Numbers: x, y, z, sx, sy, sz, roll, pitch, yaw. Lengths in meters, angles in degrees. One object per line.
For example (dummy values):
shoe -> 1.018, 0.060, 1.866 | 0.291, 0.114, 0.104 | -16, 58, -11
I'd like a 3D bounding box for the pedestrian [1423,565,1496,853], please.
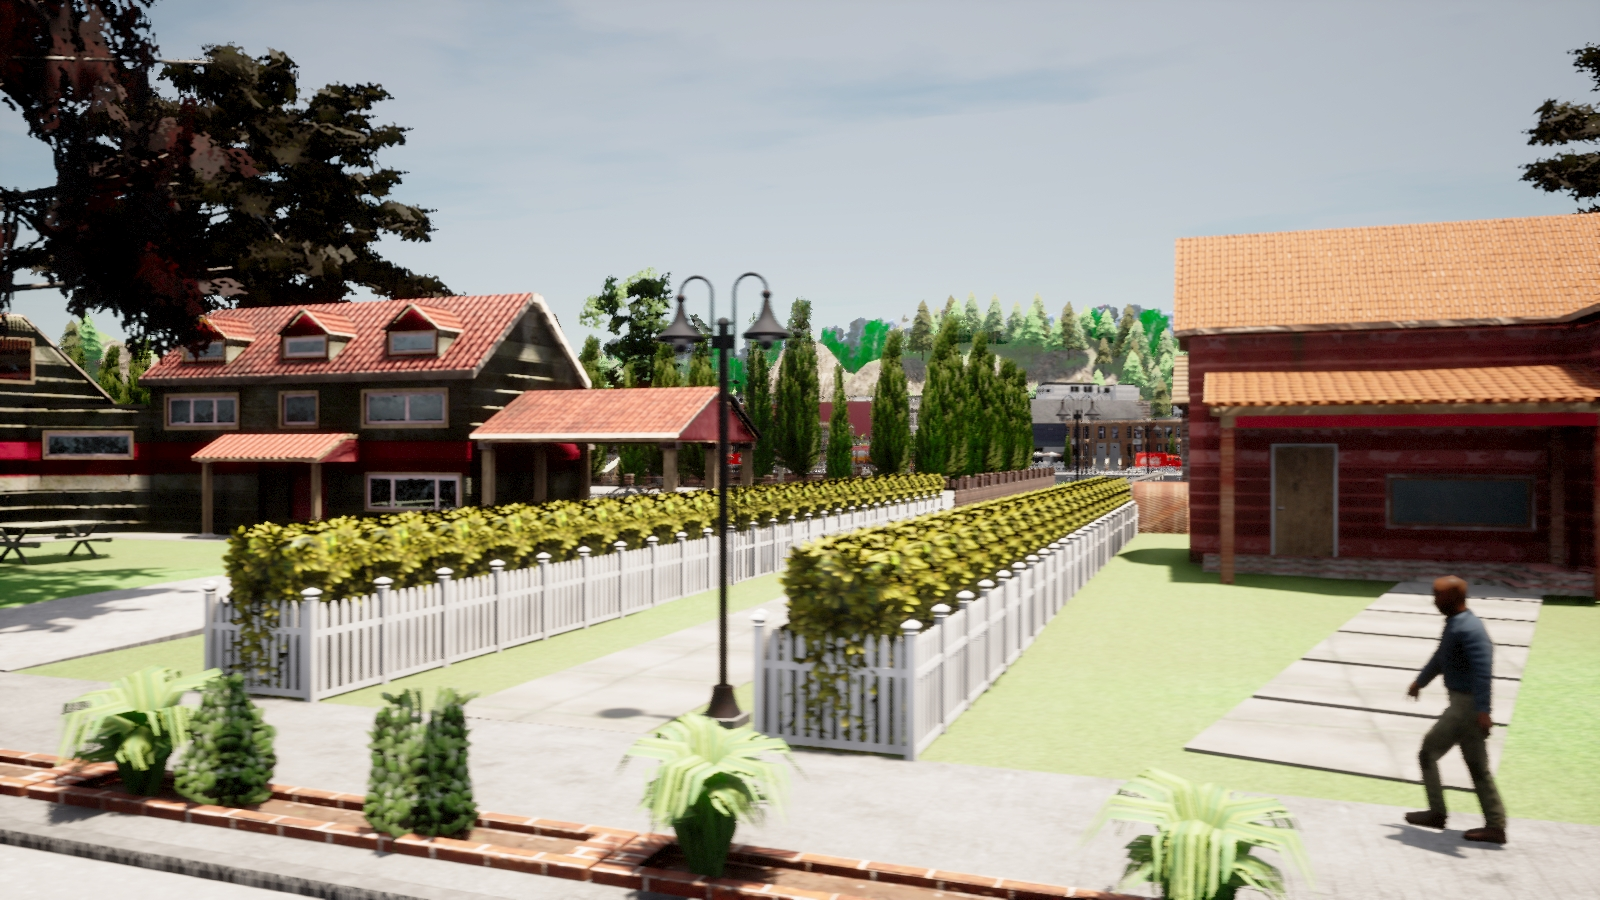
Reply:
pedestrian -> 4.500, 1.743, 7.813 | 0.375, 1.860, 0.375 | 0, 0, 21
